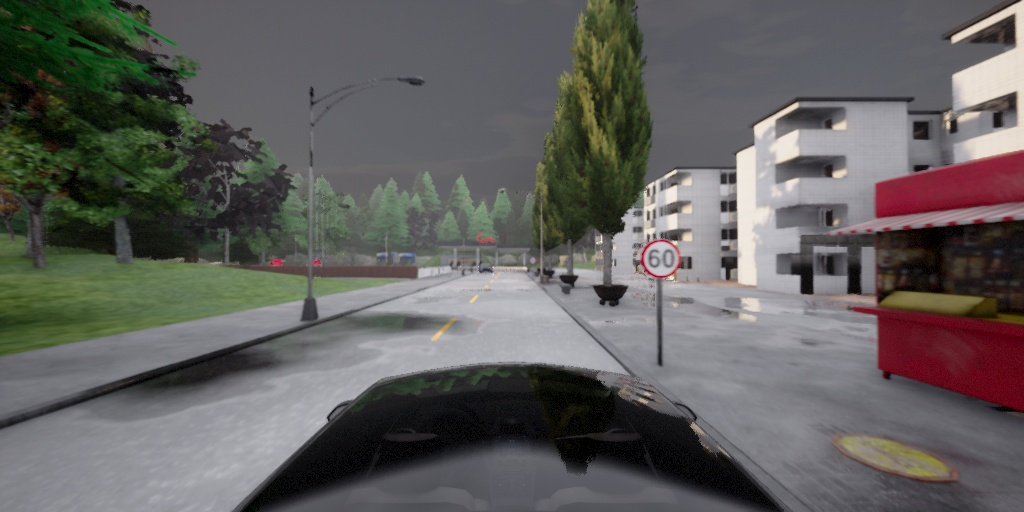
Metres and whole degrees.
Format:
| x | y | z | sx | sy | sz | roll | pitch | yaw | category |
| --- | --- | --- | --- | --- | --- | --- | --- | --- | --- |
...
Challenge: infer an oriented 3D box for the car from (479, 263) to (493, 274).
| x | y | z | sx | sy | sz | roll | pitch | yaw | category |
| --- | --- | --- | --- | --- | --- | --- | --- | --- | --- |
| -4.138 | 1.881 | 57.468 | 2.097 | 1.767 | 4.553 | 0 | -1 | -5 | car |
